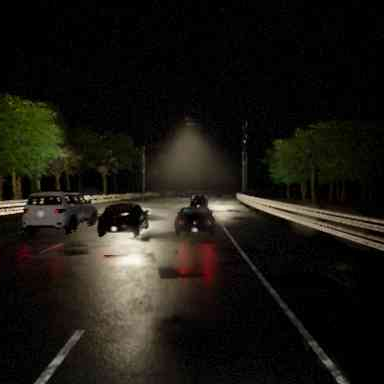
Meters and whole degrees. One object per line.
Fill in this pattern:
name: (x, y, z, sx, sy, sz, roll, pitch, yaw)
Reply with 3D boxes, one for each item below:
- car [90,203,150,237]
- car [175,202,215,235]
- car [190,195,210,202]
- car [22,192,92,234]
car: (-3.339, 1.310, 16.807, 1.837, 1.490, 4.892, 0, 1, 1)
car: (0.153, 1.399, 17.262, 1.895, 1.301, 4.718, 0, 1, 0)
car: (0.825, 1.098, 35.084, 1.837, 1.490, 4.892, 0, 1, 4)
car: (-6.831, 1.016, 17.797, 2.150, 2.045, 5.566, 0, 1, 1)
